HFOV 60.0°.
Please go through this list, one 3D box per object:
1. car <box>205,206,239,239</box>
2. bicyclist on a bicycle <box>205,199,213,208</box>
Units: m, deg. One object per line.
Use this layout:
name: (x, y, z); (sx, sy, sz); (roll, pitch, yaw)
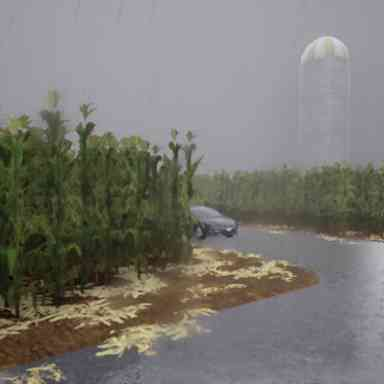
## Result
car: (0.295, 1.422, 16.640); (1.837, 1.490, 4.892); (1, 0, -34)
bicyclist on a bicycle: (1.227, 1.407, 26.698); (1.656, 1.620, 0.582); (1, 0, -35)
